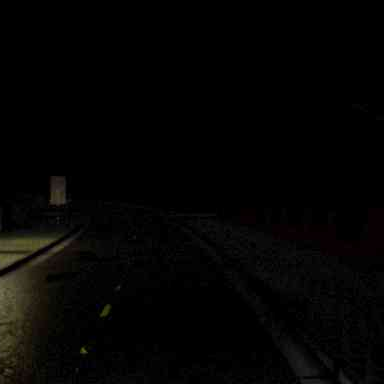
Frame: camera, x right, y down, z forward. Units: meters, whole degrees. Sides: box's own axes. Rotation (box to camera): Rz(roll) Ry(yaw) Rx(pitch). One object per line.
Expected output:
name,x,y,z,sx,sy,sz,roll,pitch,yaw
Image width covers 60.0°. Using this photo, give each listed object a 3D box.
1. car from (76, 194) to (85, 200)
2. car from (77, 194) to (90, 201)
car,-29.831,1.319,89.224,1.837,1.490,4.892,0,0,-24
car,-25.625,1.414,79.688,1.882,1.535,5.008,0,0,-24
